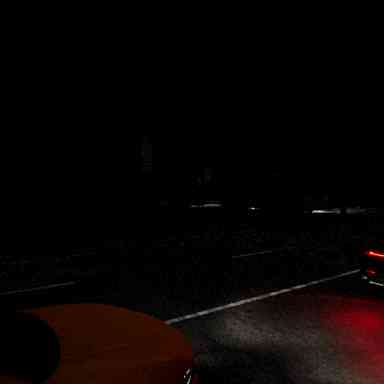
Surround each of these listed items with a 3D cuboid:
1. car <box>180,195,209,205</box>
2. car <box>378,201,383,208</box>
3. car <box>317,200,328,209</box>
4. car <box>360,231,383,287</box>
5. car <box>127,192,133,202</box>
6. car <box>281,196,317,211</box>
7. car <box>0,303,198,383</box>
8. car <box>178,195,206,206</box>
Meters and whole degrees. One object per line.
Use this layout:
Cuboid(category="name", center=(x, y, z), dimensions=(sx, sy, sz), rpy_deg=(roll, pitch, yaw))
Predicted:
Cuboid(category="car", center=(0.358, 1.258, 55.458), dimensions=(2.128, 1.511, 4.902), rpy_deg=(-1, 0, -39))
Cuboid(category="car", center=(23.749, 1.291, 37.564), dimensions=(4.718, 1.301, 1.895), rpy_deg=(0, 1, 39))
Cuboid(category="car", center=(13.429, 1.234, 39.150), dimensions=(1.882, 1.535, 5.008), rpy_deg=(-1, 0, -39))
Cuboid(category="car", center=(5.930, 1.468, 7.976), dimensions=(4.892, 1.490, 1.837), rpy_deg=(0, 0, -35))
Cuboid(category="car", center=(-10.306, 1.020, 63.297), dimensions=(2.150, 2.045, 5.566), rpy_deg=(-1, 0, -38))
Cuboid(category="car", center=(11.019, 1.350, 36.564), dimensions=(1.994, 1.385, 4.181), rpy_deg=(-1, 0, -39))
Cuboid(category="car", center=(-2.225, 1.478, 2.141), dimensions=(5.008, 1.535, 1.882), rpy_deg=(0, 0, -36))
Cuboid(category="car", center=(-0.542, 1.300, 50.979), dimensions=(1.837, 1.490, 4.892), rpy_deg=(-1, 0, -39))
